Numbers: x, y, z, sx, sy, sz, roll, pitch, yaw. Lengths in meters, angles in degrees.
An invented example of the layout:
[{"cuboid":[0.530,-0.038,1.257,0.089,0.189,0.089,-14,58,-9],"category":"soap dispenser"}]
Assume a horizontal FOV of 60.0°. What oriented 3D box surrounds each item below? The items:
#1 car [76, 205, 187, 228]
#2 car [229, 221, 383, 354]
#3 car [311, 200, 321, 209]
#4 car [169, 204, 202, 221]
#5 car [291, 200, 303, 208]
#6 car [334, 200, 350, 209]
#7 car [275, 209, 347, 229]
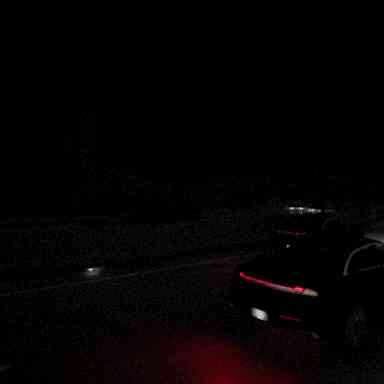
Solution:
[{"cuboid":[-2.858,1.572,15.424,5.008,1.535,1.882,1,0,-41],"category":"car"},{"cuboid":[2.853,1.559,6.293,4.902,1.511,2.128,1,-1,-39],"category":"car"},{"cuboid":[20.724,2.062,54.674,1.837,1.490,4.892,0,0,21],"category":"car"},{"cuboid":[-1.584,1.711,21.282,4.181,1.385,1.994,1,-1,-44],"category":"car"},{"cuboid":[19.297,2.120,60.933,1.812,1.442,4.674,0,0,18],"category":"car"},{"cuboid":[22.498,2.026,49.844,2.128,1.511,4.902,0,-1,23],"category":"car"},{"cuboid":[5.001,1.623,12.802,4.902,1.511,2.128,1,-1,-42],"category":"car"}]
